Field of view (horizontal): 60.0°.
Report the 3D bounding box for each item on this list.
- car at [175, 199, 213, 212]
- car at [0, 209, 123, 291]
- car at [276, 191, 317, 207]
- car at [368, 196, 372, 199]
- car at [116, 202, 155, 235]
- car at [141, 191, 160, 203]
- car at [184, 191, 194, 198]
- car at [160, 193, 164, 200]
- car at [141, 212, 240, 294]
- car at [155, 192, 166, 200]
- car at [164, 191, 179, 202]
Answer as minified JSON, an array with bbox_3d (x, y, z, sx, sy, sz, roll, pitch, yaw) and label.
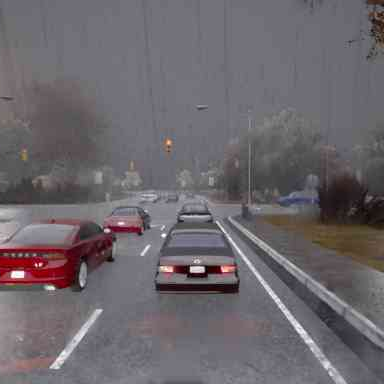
[{"bbox_3d":[0.133,1.380,18.575,2.128,1.511,4.902,0,0,-1],"label":"car"},{"bbox_3d":[-3.396,1.445,8.956,1.882,1.535,5.008,0,0,0],"label":"car"},{"bbox_3d":[13.774,0.896,43.157,5.566,2.045,2.150,0,1,-4],"label":"car"},{"bbox_3d":[24.074,1.217,43.738,5.357,1.411,2.033,0,1,-3],"label":"car"},{"bbox_3d":[-3.395,1.458,17.943,1.994,1.385,4.181,0,0,0],"label":"car"},{"bbox_3d":[-7.082,0.791,55.199,2.150,2.045,5.566,0,1,0],"label":"car"},{"bbox_3d":[-0.473,0.716,86.142,2.128,1.511,4.902,0,1,-4],"label":"car"},{"bbox_3d":[-7.039,0.963,65.371,2.128,1.511,4.902,0,1,0],"label":"car"},{"bbox_3d":[0.102,1.516,8.883,2.033,1.411,5.357,0,0,0],"label":"car"},{"bbox_3d":[-7.107,0.873,75.760,2.128,1.511,4.902,0,1,-1],"label":"car"},{"bbox_3d":[-3.406,1.006,61.052,2.128,1.511,4.902,0,1,0],"label":"car"}]
